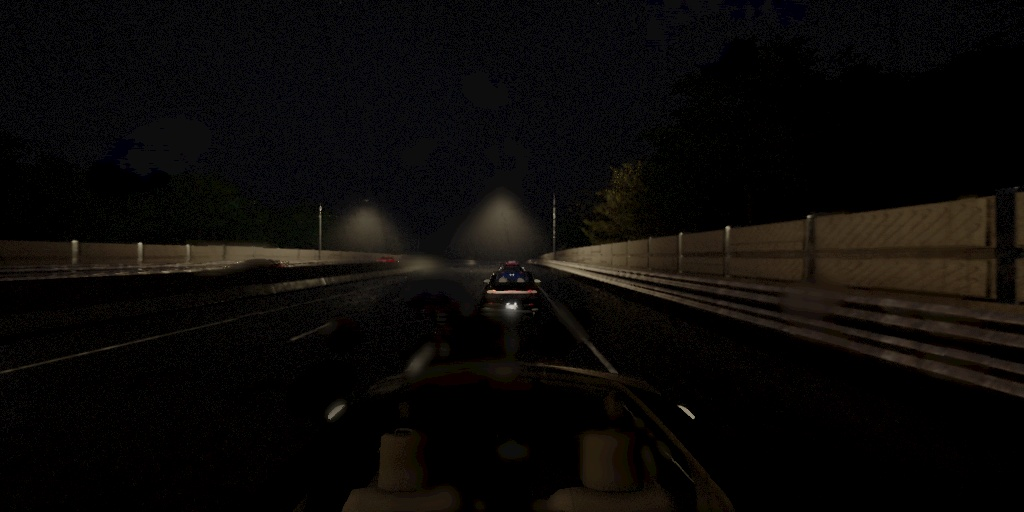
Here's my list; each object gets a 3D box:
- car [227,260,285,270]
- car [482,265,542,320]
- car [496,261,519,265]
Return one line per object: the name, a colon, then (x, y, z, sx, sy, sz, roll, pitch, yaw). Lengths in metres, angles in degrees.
car: (-17.581, 1.222, 24.094, 1.882, 1.535, 5.008, 0, 0, 0)
car: (-0.002, 1.245, 12.585, 2.128, 1.511, 4.902, 0, 0, 0)
car: (-0.001, 1.310, 27.366, 1.994, 1.385, 4.181, 0, 0, 0)
